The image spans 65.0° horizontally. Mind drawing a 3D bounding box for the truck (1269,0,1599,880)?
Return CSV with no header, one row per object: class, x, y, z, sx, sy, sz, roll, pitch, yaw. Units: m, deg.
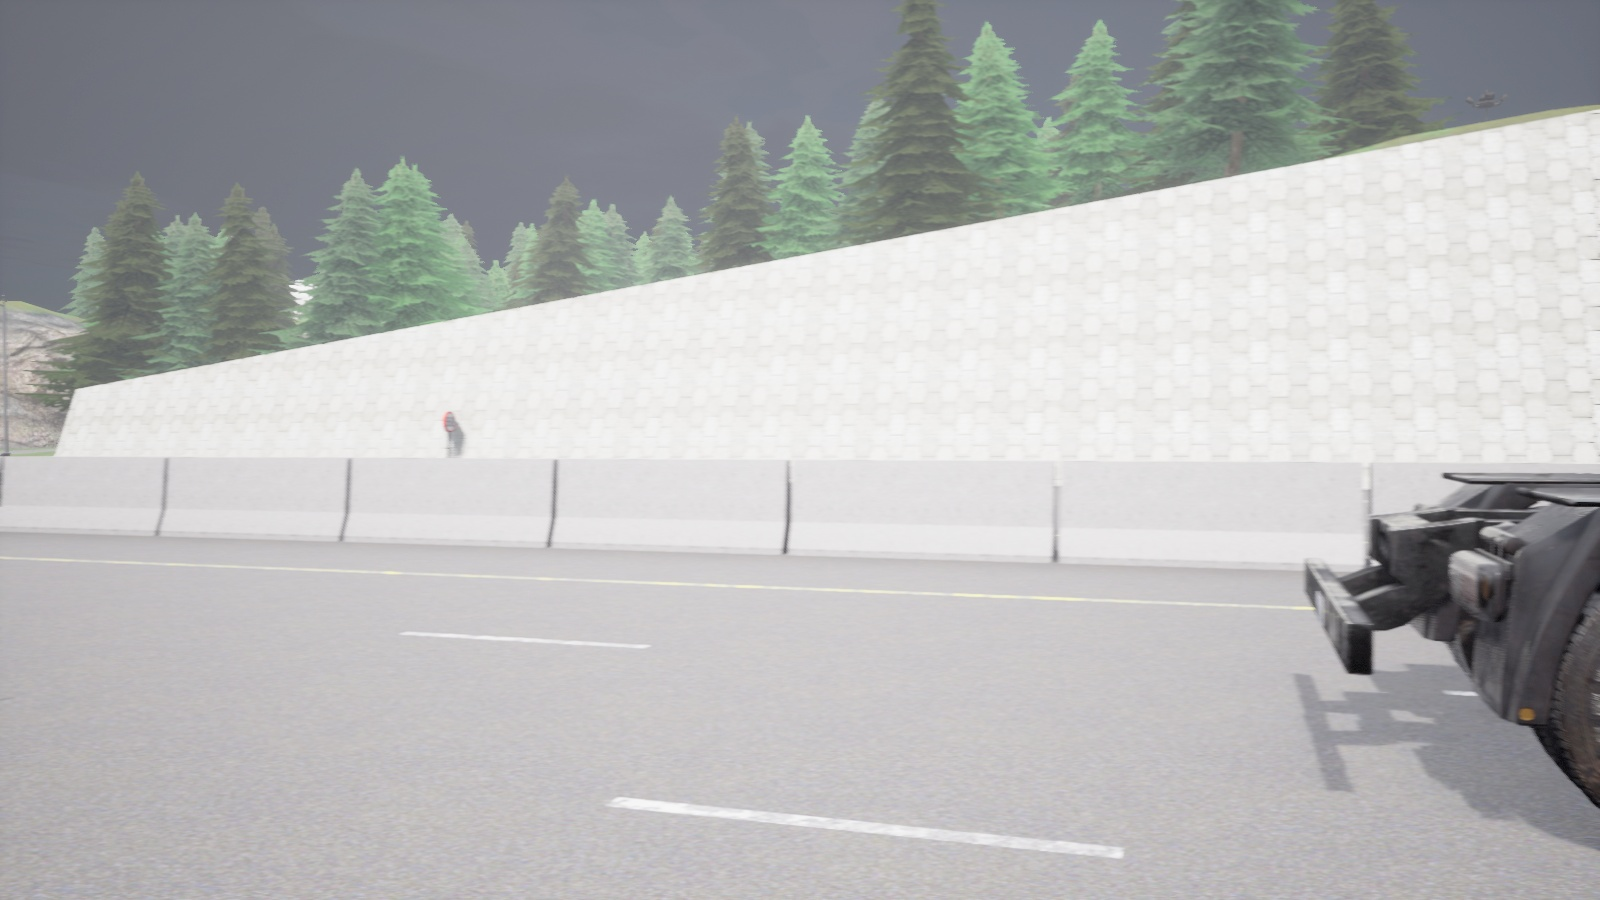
truck,6.101,-0.209,4.818,7.936,3.462,2.891,1,1,19
